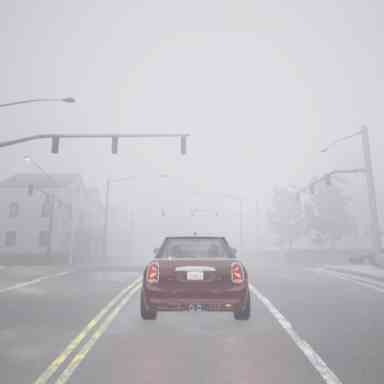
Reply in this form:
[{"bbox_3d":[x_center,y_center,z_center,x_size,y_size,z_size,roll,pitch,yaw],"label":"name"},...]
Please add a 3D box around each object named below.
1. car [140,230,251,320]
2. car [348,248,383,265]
[{"bbox_3d":[0.079,1.787,8.227,2.097,1.767,4.553,0,-6,0],"label":"car"},{"bbox_3d":[16.231,5.680,29.051,4.892,1.490,1.837,0,-12,1],"label":"car"}]
